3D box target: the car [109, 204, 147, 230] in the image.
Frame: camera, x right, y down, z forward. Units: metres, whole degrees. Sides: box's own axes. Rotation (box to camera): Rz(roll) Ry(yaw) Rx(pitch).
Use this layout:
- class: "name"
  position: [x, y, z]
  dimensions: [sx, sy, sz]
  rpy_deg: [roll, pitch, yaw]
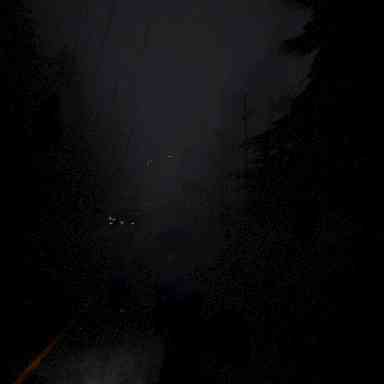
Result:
- class: "car"
  position: [-4.087, 1.570, 21.828]
  dimensions: [1.837, 1.490, 4.892]
  rpy_deg: [0, -1, 0]

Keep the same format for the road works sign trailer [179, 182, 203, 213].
- class: "road works sign trailer"
  position: [0.029, 0.576, 38.759]
  dimensions: [2.380, 3.560, 2.880]
  rpy_deg: [0, 0, 0]

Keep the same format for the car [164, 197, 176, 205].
- class: "car"
  position: [-4.062, 1.660, 61.545]
  dimensions: [2.128, 1.511, 4.902]
  rpy_deg: [1, 0, -2]
